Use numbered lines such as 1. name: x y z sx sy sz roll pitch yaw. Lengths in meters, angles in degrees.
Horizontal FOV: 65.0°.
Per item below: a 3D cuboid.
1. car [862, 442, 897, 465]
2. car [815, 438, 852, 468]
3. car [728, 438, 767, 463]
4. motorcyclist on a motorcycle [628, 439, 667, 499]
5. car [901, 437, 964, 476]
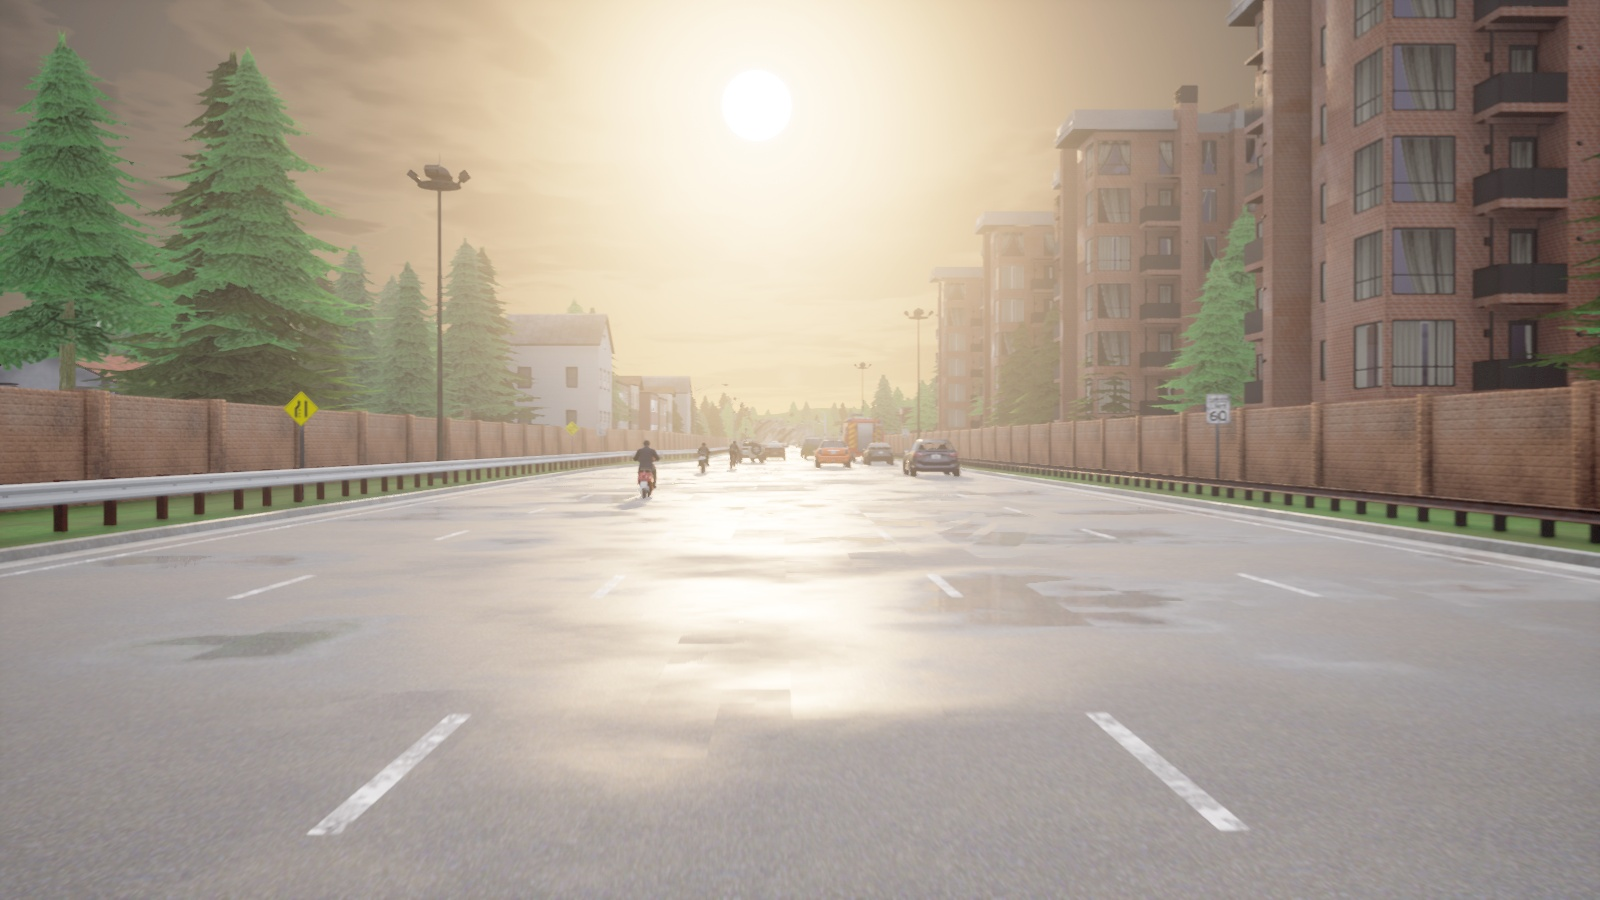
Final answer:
1. car: 5.383 0.215 85.136 2.007 1.525 4.514 0 0 -1
2. car: 2.035 0.170 77.255 2.097 1.767 4.553 0 0 -1
3. car: -3.970 0.031 93.886 1.932 1.855 4.605 0 0 -15
4. motorcyclist on a motorcycle: -4.139 0.505 34.249 0.866 1.590 1.817 0 0 -1
5. car: 5.930 0.273 56.739 2.242 1.667 4.611 0 0 -1
